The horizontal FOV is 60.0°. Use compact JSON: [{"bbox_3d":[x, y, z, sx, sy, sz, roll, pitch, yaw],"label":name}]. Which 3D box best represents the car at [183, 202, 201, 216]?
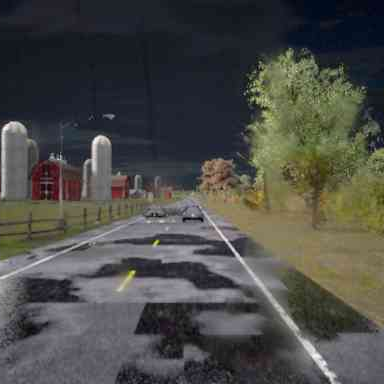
[{"bbox_3d":[0.041,2.085,41.560,2.128,1.511,4.902,0,-1,1],"label":"car"}]

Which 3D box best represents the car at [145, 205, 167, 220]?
[{"bbox_3d":[-3.603,2.049,34.007,1.994,1.385,4.181,0,-1,0],"label":"car"}]

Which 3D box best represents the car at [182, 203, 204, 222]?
[{"bbox_3d":[0.086,2.002,30.687,1.994,1.385,4.181,0,-1,0],"label":"car"}]
